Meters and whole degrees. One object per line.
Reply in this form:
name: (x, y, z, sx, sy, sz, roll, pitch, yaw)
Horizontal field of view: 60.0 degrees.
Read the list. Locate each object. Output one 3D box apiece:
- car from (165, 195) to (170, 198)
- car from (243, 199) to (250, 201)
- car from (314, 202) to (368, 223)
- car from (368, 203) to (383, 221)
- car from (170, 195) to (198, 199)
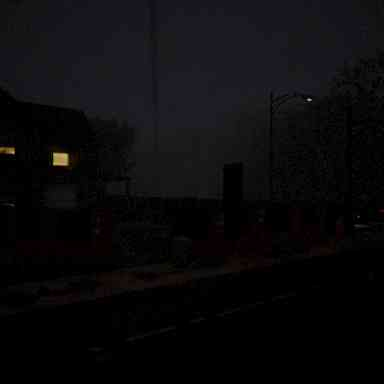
car: (-3.431, 1.312, 55.872, 2.128, 1.511, 4.902, 0, 0, -36)
car: (5.018, 1.437, 32.641, 1.812, 1.442, 4.674, 0, 0, -36)
car: (10.335, 1.472, 25.245, 1.812, 1.442, 4.674, 0, 0, -36)
car: (13.528, 1.517, 26.709, 1.994, 1.385, 4.181, 0, 0, -36)
car: (-0.202, 1.227, 39.898, 2.097, 1.767, 4.553, 0, 0, -36)
